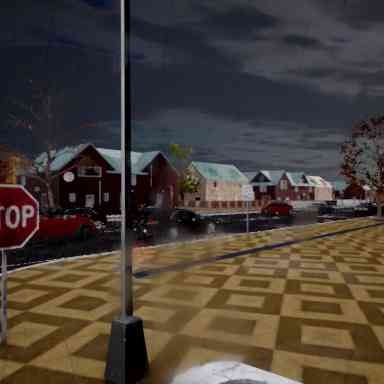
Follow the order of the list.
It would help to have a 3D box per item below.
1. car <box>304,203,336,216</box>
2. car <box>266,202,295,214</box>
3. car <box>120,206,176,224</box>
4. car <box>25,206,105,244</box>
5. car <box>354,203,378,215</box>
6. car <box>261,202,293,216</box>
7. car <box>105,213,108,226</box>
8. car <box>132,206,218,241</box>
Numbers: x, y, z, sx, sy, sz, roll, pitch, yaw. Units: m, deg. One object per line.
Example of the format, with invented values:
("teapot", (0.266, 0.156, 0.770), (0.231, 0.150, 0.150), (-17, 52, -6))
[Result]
("car", (15.068, 2.057, 39.128), (2.033, 1.411, 5.357), (-1, -1, 43))
("car", (12.155, 2.131, 45.728), (1.812, 1.442, 4.674), (-1, -1, 44))
("car", (-3.750, 1.908, 28.982), (1.895, 1.301, 4.718), (-1, -1, 43))
("car", (-6.887, 1.461, 15.910), (2.097, 1.767, 4.553), (-1, -1, 43))
("car", (21.973, 2.121, 41.714), (2.033, 1.411, 5.357), (-1, -1, 43))
("car", (9.926, 1.966, 38.696), (1.882, 1.535, 5.008), (-1, -1, 44))
("car", (-7.513, 1.676, 20.271), (1.837, 1.490, 4.892), (-1, -1, 43))
("car", (-0.602, 1.654, 17.829), (1.837, 1.490, 4.892), (-1, -1, 43))
